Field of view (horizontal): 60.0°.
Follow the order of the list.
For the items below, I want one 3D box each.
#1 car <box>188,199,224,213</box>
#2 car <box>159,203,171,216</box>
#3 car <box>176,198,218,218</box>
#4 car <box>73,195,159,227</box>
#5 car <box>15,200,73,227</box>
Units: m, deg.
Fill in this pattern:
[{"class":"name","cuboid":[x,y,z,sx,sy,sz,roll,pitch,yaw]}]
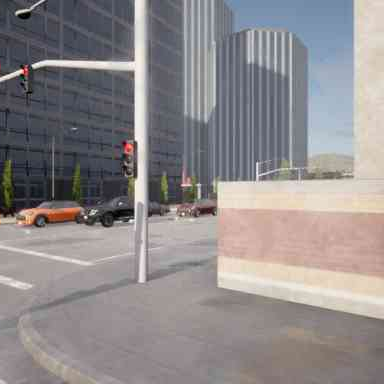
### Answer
[{"class":"car","cuboid":[1.696,1.560,39.139,1.837,1.490,4.892,0,0,36]},{"class":"car","cuboid":[-4.231,1.603,30.910,2.033,1.411,5.357,0,0,36]},{"class":"car","cuboid":[0.528,1.407,31.530,2.097,1.767,4.553,0,0,36]},{"class":"car","cuboid":[-5.203,1.277,23.562,2.150,2.045,5.566,0,0,36]},{"class":"car","cuboid":[-9.758,1.407,23.216,2.097,1.767,4.553,0,0,36]}]
